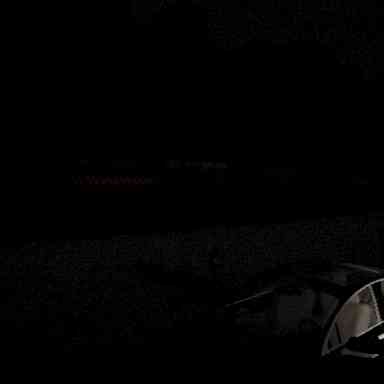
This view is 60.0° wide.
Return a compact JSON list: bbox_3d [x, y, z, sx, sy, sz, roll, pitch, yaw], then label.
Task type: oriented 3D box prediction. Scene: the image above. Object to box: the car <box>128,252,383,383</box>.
[{"bbox_3d":[1.422,1.563,3.843,4.403,1.369,2.008,0,-1,-35],"label":"car"}]
